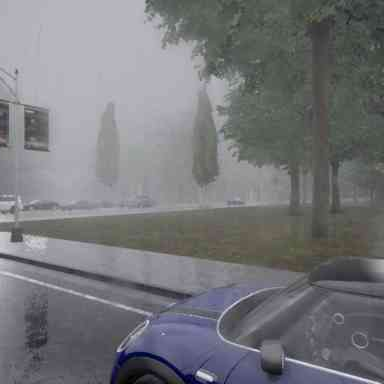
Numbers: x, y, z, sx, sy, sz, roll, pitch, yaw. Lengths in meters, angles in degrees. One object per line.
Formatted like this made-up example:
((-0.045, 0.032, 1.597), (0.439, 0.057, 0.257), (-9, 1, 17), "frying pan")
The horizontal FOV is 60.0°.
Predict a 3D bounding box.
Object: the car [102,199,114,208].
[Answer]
((-14.040, 1.835, 51.185), (1.994, 1.385, 4.181), (0, 0, 35), "car")

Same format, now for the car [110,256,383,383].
((1.436, 1.352, 2.665), (4.553, 1.767, 2.097), (0, 0, 36), "car")

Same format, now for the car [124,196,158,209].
((-7.179, 1.766, 49.322), (2.128, 1.511, 4.902), (0, 0, 35), "car")

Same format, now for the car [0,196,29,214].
((-21.033, 1.398, 35.541), (2.150, 2.045, 5.566), (0, 0, 34), "car")

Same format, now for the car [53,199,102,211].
((-15.067, 1.777, 44.055), (2.033, 1.411, 5.357), (0, 0, 35), "car")

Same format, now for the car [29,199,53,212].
((-19.724, 1.694, 43.067), (1.882, 1.535, 5.008), (0, 0, 35), "car")

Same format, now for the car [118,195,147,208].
((-9.075, 1.513, 52.606), (2.150, 2.045, 5.566), (0, 0, 36), "car")

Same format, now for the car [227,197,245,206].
((8.852, 1.816, 66.558), (2.097, 1.767, 4.553), (0, -1, 35), "car")

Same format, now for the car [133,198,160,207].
((-8.090, 1.834, 59.626), (2.128, 1.511, 4.902), (0, 0, 36), "car")
